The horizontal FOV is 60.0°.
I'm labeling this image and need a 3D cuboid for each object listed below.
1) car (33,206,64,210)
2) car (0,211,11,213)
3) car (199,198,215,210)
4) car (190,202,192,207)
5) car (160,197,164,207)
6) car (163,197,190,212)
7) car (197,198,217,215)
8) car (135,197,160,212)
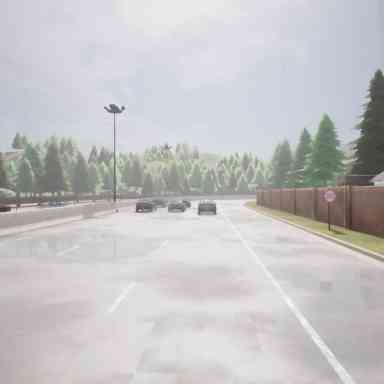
[{"bbox_3d":[-12.795,1.564,30.352,1.994,1.385,4.181,0,0,3],"label":"car"},{"bbox_3d":[-16.412,1.478,26.292,1.882,1.535,5.008,0,0,3],"label":"car"},{"bbox_3d":[2.039,1.547,44.843,2.033,1.411,5.357,0,0,3],"label":"car"},{"bbox_3d":[-1.212,1.526,49.626,1.812,1.442,4.674,0,0,4],"label":"car"},{"bbox_3d":[-4.768,1.505,48.989,1.837,1.490,4.892,0,0,4],"label":"car"},{"bbox_3d":[-1.741,1.547,39.113,2.033,1.411,5.357,0,0,3],"label":"car"},{"bbox_3d":[1.575,1.491,34.494,2.128,1.511,4.902,0,0,3],"label":"car"},{"bbox_3d":[-5.271,1.505,38.576,1.837,1.490,4.892,0,0,3],"label":"car"}]
